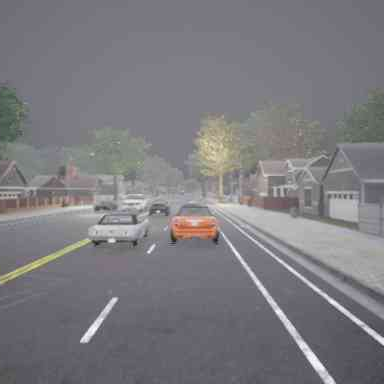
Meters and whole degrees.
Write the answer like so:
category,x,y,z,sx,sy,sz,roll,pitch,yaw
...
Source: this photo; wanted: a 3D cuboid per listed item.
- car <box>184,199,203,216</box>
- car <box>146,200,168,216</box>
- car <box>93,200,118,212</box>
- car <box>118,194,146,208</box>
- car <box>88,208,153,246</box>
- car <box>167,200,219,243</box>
category,x,y,z,sx,sy,sz,roll,pitch,yaw
car,0.138,1.520,34.497,1.882,1.535,5.008,0,0,0
car,-3.113,1.543,33.006,1.837,1.490,4.892,0,0,0
car,-9.800,1.645,38.222,1.895,1.301,4.718,0,0,0
car,-6.550,1.266,38.282,2.150,2.045,5.566,0,0,0
car,-3.134,1.612,15.245,1.895,1.301,4.718,0,0,0
car,0.117,1.365,16.192,2.097,1.767,4.553,0,0,0
